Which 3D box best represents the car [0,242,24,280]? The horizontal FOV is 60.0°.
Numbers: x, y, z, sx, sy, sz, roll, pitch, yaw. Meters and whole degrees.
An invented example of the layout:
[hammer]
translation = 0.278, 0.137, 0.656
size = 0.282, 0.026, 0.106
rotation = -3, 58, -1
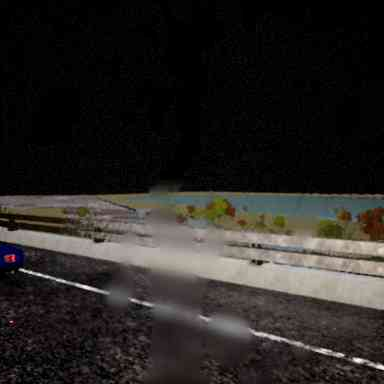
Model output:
[car]
translation = -6.446, 1.596, 8.648
size = 4.718, 1.301, 1.895
rotation = 0, 0, 36
